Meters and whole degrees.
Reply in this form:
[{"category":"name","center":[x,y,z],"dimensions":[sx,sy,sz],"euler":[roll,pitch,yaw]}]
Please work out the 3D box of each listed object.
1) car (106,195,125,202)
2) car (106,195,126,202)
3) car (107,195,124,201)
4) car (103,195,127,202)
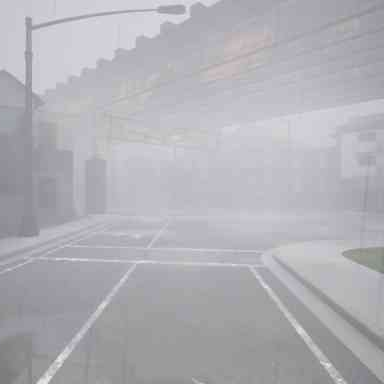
[{"category":"car","center":[-17.496,1.453,76.133],"dimensions":[2.038,1.542,4.974],"euler":[0,0,15]},{"category":"car","center":[-16.769,1.295,72.477],"dimensions":[4.536,1.218,1.853],"euler":[0,0,-15]},{"category":"car","center":[-17.482,1.295,76.183],"dimensions":[1.853,1.218,4.536],"euler":[0,0,15]},{"category":"car","center":[-16.819,1.453,72.464],"dimensions":[4.974,1.542,2.038],"euler":[0,0,-15]}]
